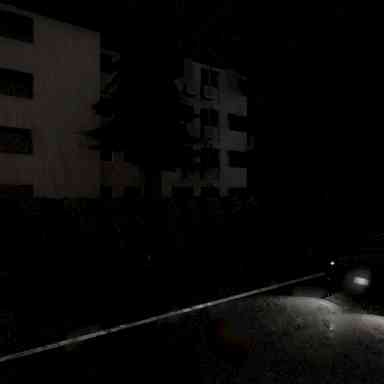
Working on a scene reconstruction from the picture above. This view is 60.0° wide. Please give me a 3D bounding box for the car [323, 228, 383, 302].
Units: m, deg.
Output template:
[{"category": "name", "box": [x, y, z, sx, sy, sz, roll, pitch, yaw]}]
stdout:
[{"category": "car", "box": [4.912, 1.565, 7.727, 4.181, 1.385, 1.994, 0, 0, -37]}]
